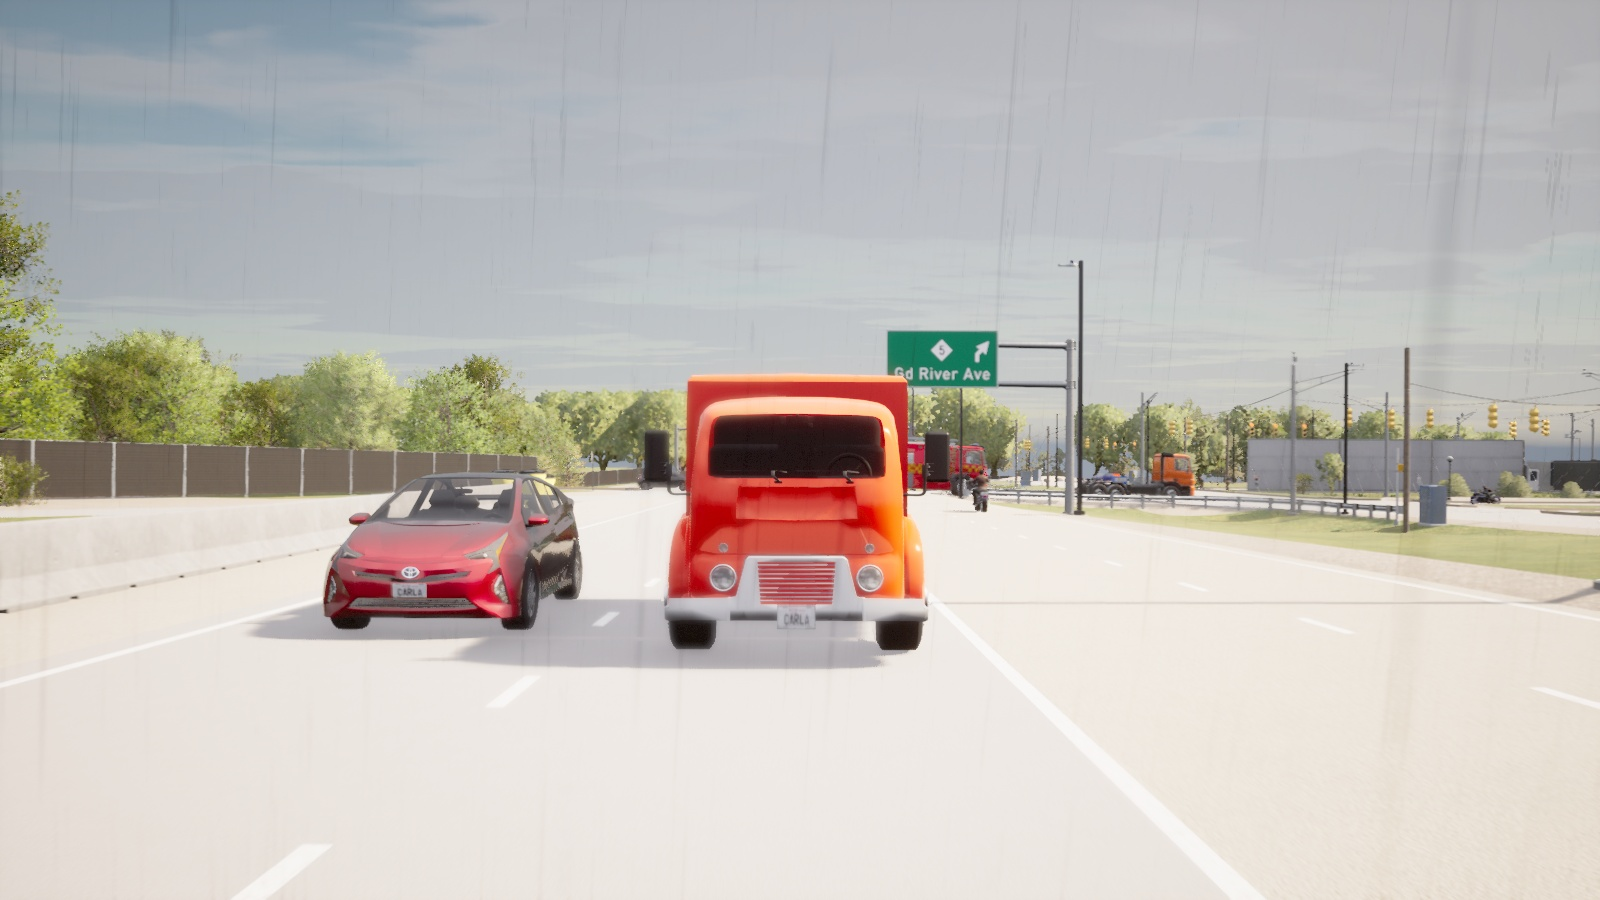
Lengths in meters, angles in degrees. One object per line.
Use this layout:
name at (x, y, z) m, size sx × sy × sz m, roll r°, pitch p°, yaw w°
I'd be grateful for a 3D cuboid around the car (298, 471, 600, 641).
car at (-3.531, 0.996, 13.599) m, size 2.007 × 1.525 × 4.514 m, roll 0°, pitch -1°, yaw 0°

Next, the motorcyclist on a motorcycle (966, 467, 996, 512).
motorcyclist on a motorcycle at (6.889, 1.492, 47.916) m, size 0.766 × 1.649 × 2.350 m, roll 0°, pitch -1°, yaw 0°

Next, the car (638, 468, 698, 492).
car at (-9.224, 2.089, 87.763) m, size 3.988 × 1.617 × 1.851 m, roll 0°, pitch -1°, yaw 0°

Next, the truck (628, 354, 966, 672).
truck at (-0.030, 0.530, 12.396) m, size 2.627 × 2.467 × 5.204 m, roll 0°, pitch -1°, yaw 0°

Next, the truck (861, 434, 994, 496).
truck at (8.488, 1.022, 84.316) m, size 8.468 × 3.827 × 2.891 m, roll 2°, pitch -1°, yaw 0°

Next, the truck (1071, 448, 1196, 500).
truck at (23.299, 1.666, 87.920) m, size 7.936 × 3.462 × 2.891 m, roll 1°, pitch -1°, yaw -1°
